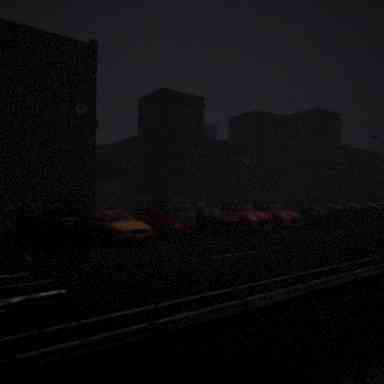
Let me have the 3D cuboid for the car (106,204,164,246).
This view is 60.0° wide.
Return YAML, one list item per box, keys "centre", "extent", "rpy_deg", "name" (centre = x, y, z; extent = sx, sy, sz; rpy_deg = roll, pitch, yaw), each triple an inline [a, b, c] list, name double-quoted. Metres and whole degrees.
- centre: [-3.641, 1.504, 15.733]
  extent: [1.946, 1.575, 5.366]
  rpy_deg: [0, 0, -36]
  name: "car"

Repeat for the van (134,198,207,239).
- centre: [-1.436, 1.296, 17.392]
  extent: [1.878, 1.987, 4.442]
  rpy_deg: [0, 0, -36]
  name: "van"

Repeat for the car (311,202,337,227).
- centre: [7.489, 1.464, 23.873]
  extent: [2.185, 1.767, 4.553]
  rpy_deg: [0, 0, -36]
  name: "car"

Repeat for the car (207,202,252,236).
- centre: [0.736, 1.537, 19.094]
  extent: [2.097, 1.535, 5.008]
  rpy_deg: [0, 0, -36]
  name: "car"

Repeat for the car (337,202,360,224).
- centre: [9.716, 1.611, 25.495]
  extent: [2.231, 1.521, 4.892]
  rpy_deg: [1, 0, -36]
  name: "car"

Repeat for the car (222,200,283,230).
- centre: [2.965, 1.428, 20.718]
  extent: [2.185, 1.767, 4.553]
  rpy_deg: [0, 0, -36]
  name: "car"

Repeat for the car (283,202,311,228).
- centre: [5.208, 1.446, 22.320]
  extent: [2.185, 1.767, 4.553]
  rpy_deg: [0, 0, -36]
  name: "car"

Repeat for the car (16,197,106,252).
- centre: [-6.007, 1.240, 14.305]
  extent: [2.435, 2.045, 5.566]
  rpy_deg: [0, 0, -36]
  name: "car"

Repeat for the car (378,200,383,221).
- centre: [14.203, 1.654, 28.700]
  extent: [2.231, 1.521, 4.892]
  rpy_deg: [1, 0, -36]
  name: "car"

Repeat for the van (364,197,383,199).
- centre: [18.856, 1.475, 31.888]
  extent: [1.878, 1.987, 4.442]
  rpy_deg: [1, 0, -36]
  name: "van"

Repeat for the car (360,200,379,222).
- centre: [11.960, 1.631, 27.098]
  extent: [2.231, 1.521, 4.892]
  rpy_deg: [1, 0, -36]
  name: "car"
